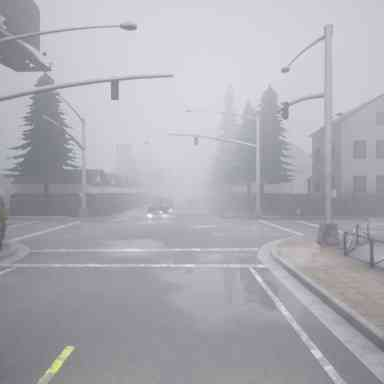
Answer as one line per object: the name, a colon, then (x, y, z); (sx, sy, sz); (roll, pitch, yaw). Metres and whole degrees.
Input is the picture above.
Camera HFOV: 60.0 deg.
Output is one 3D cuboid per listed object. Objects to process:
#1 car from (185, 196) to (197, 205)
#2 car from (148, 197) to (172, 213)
car: (-0.108, 1.480, 59.238); (2.128, 1.511, 4.902); (0, 0, 0)
car: (-3.666, 1.345, 37.036); (2.097, 1.767, 4.553); (0, 0, 0)
